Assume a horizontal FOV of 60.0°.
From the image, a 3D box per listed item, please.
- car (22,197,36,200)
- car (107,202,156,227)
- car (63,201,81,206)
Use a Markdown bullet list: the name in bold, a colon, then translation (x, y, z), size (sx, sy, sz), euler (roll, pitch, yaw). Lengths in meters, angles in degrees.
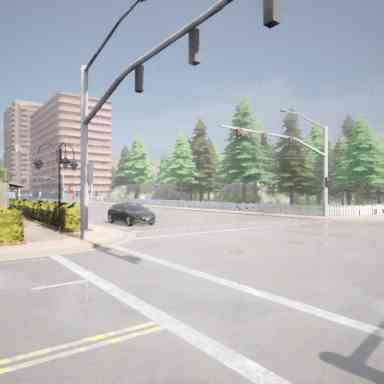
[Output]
- **car**: translation (-25.240, 1.493, 51.266), size (2.128, 1.511, 4.902), euler (0, 0, -37)
- **car**: translation (-4.295, 1.505, 23.206), size (1.837, 1.490, 4.892), euler (0, 0, -37)
- **car**: translation (-12.267, 1.600, 33.836), size (1.895, 1.301, 4.718), euler (0, 0, -37)
